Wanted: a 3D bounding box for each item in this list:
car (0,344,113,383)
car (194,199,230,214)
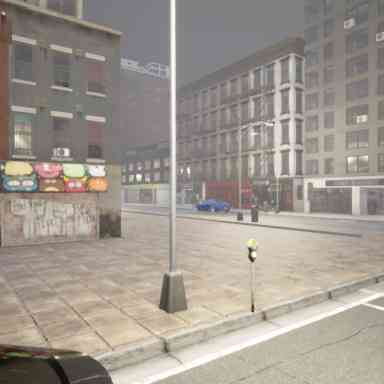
[{"bbox_3d":[-2.334,1.566,1.148,4.313,1.339,1.947,0,0,-36],"label":"car"},{"bbox_3d":[2.125,1.543,37.024,1.882,1.535,5.008,0,0,-36],"label":"car"}]
